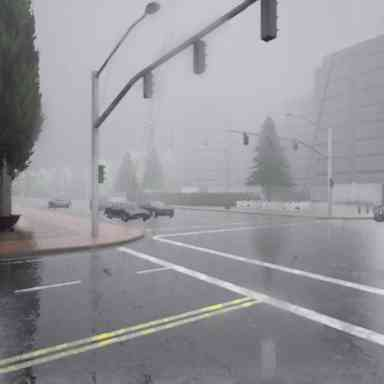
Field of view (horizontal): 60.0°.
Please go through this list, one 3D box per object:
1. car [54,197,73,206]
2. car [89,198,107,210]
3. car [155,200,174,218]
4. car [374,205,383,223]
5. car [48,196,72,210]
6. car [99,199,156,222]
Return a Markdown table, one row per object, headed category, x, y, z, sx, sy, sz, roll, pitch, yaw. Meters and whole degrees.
| category | x | y | z | sx | sy | sz | roll | pitch | yaw |
| --- | --- | --- | --- | --- | --- | --- | --- | --- | --- |
| car | -21.301 | 1.507 | 54.951 | 1.837 | 1.490 | 4.892 | 0 | 0 | -35 |
| car | -10.999 | 1.492 | 40.433 | 2.128 | 1.511 | 4.902 | 0 | 0 | -36 |
| car | -3.460 | 1.478 | 29.913 | 1.882 | 1.535 | 5.008 | 0 | 0 | -36 |
| car | 15.328 | 1.352 | 24.454 | 4.553 | 1.767 | 2.097 | 0 | 0 | -37 |
| car | -17.449 | 1.505 | 43.439 | 1.837 | 1.490 | 4.892 | 0 | 0 | -35 |
| car | -5.226 | 1.547 | 26.371 | 2.033 | 1.411 | 5.357 | 0 | 0 | -36 |
